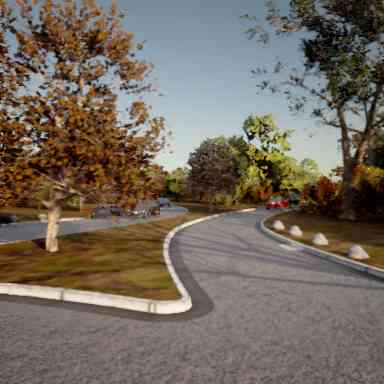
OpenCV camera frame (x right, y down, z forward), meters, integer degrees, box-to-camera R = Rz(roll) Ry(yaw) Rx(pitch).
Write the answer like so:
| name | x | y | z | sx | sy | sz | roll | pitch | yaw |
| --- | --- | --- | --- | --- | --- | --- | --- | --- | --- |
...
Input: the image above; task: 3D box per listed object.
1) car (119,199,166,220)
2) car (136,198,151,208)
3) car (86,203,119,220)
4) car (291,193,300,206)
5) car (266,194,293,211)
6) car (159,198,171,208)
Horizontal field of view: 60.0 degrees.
| name | x | y | z | sx | sy | sz | roll | pitch | yaw |
| --- | --- | --- | --- | --- | --- | --- | --- | --- | --- |
| car | -4.398 | 1.651 | 30.341 | 2.128 | 1.511 | 4.902 | 0 | -1 | 13 |
| car | -7.811 | 1.723 | 53.039 | 1.837 | 1.490 | 4.892 | 0 | 0 | -15 |
| car | -7.803 | 1.704 | 30.043 | 1.994 | 1.385 | 4.181 | 0 | -1 | 14 |
| car | 16.850 | 1.244 | 53.098 | 2.150 | 2.045 | 5.566 | 0 | 1 | 34 |
| car | 11.627 | 1.497 | 44.851 | 2.097 | 1.767 | 4.553 | 0 | 1 | 32 |
| car | -4.638 | 1.722 | 53.710 | 1.837 | 1.490 | 4.892 | 0 | 0 | -14 |
